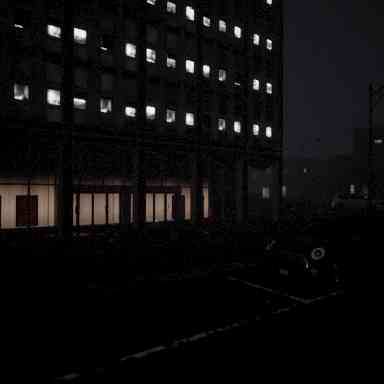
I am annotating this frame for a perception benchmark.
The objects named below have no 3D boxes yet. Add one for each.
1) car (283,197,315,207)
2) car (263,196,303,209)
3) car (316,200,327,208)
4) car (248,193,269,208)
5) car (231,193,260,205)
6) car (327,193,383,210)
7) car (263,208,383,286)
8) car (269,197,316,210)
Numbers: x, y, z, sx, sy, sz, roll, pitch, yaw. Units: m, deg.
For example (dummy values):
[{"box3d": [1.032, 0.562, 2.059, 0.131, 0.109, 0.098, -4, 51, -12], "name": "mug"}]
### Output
[{"box3d": [15.505, 1.481, 48.520, 1.802, 1.307, 4.206, 1, 0, -35], "name": "car"}, {"box3d": [11.858, 1.353, 43.609, 1.882, 1.535, 5.008, 0, 0, -35], "name": "car"}, {"box3d": [18.557, 1.447, 44.105, 1.752, 1.417, 4.829, 1, 0, -35], "name": "car"}, {"box3d": [8.613, 1.168, 43.756, 2.192, 1.841, 5.009, 1, 0, -35], "name": "car"}, {"box3d": [9.210, 1.168, 57.629, 2.192, 1.841, 5.009, 1, 0, -35], "name": "car"}, {"box3d": [17.684, 1.141, 35.141, 2.150, 2.045, 5.566, 0, 0, -36], "name": "car"}, {"box3d": [3.879, 1.441, 9.328, 4.097, 1.590, 1.967, 0, 0, -36], "name": "car"}, {"box3d": [11.760, 1.427, 39.201, 2.008, 1.369, 4.403, 1, 0, -35], "name": "car"}]
